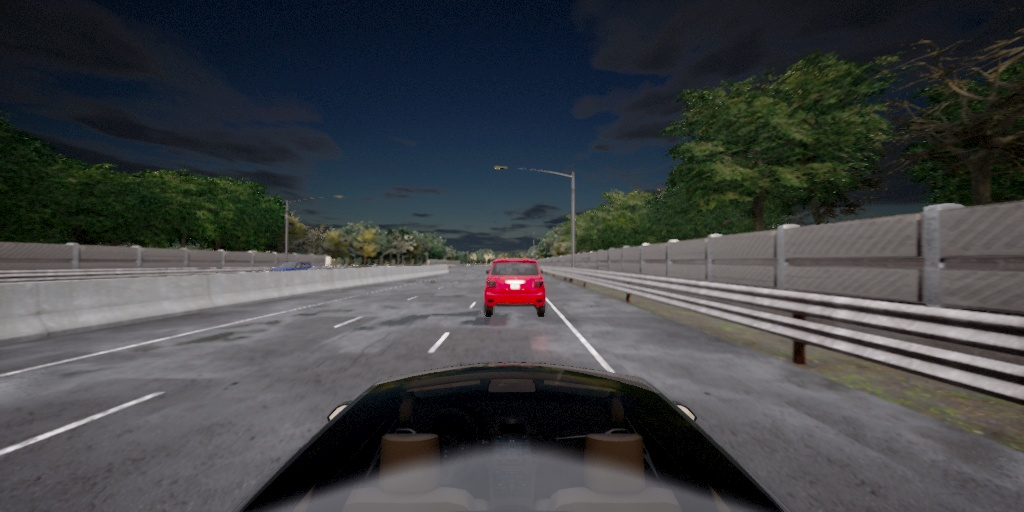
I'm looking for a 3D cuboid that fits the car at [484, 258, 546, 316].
[{"bbox_3d":[0.104,1.129,14.362,2.150,2.045,5.566,0,-1,0],"label":"car"}]

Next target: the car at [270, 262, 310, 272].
[{"bbox_3d":[-24.488,1.658,40.070,2.150,2.045,5.566,0,-1,0],"label":"car"}]

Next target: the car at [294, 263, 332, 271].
[{"bbox_3d":[-20.997,1.851,39.203,2.128,1.511,4.902,0,-1,0],"label":"car"}]
